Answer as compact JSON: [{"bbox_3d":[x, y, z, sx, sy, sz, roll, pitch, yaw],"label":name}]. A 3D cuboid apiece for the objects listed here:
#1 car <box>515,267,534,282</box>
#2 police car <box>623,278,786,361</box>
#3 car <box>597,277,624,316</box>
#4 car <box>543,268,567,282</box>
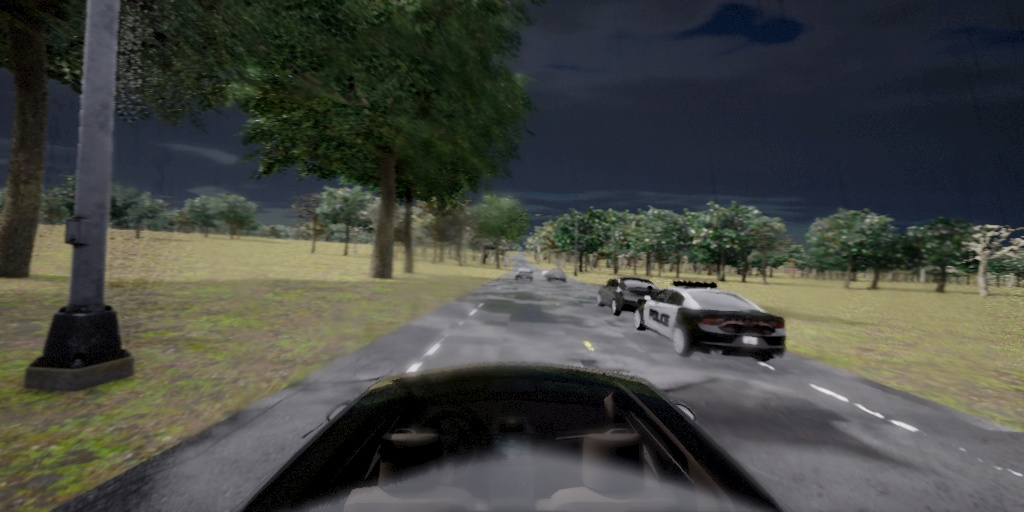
[{"bbox_3d":[1.330,1.933,38.768,1.812,1.442,4.674,2,-1,2],"label":"car"},{"bbox_3d":[4.720,1.475,9.509,1.930,1.638,5.238,2,-1,2],"label":"police car"},{"bbox_3d":[4.954,1.657,15.394,1.837,1.490,4.892,2,-1,2],"label":"car"},{"bbox_3d":[4.928,2.141,39.838,1.994,1.385,4.181,2,-1,2],"label":"car"}]
